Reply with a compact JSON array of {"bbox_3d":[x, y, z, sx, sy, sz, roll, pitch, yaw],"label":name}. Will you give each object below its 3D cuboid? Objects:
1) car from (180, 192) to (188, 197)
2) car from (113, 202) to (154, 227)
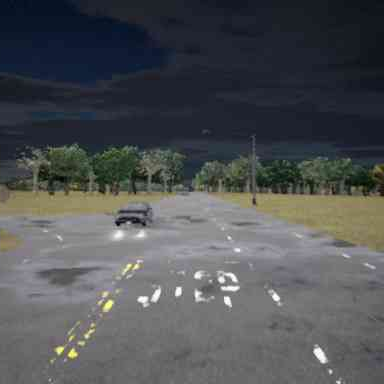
[{"bbox_3d":[-2.199,0.698,94.805,1.994,1.385,4.181,0,1,7],"label":"car"},{"bbox_3d":[-3.487,1.344,21.035,2.033,1.411,5.357,0,0,0],"label":"car"}]
